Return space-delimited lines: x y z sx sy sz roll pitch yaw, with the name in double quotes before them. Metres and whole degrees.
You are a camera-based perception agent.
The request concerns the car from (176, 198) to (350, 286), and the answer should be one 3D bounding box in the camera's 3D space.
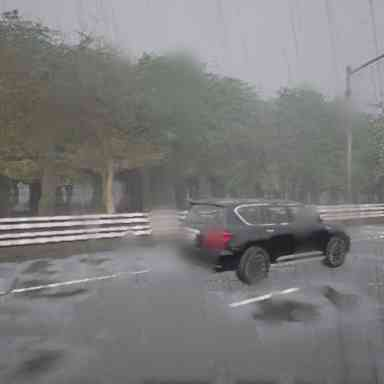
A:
"car" 2.203 1.198 9.615 5.566 2.045 2.150 0 0 -34
